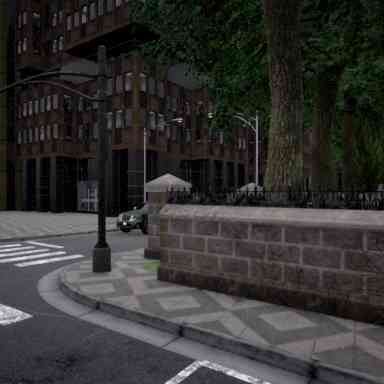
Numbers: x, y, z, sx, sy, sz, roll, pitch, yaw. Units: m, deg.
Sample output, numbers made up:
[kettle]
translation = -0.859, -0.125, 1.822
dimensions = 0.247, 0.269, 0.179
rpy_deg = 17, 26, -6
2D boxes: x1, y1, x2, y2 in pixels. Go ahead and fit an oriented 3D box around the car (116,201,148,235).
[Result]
[car]
translation = -2.395, 1.583, 22.018
dimensions = 2.150, 2.045, 5.566
rpy_deg = 0, -1, 35
